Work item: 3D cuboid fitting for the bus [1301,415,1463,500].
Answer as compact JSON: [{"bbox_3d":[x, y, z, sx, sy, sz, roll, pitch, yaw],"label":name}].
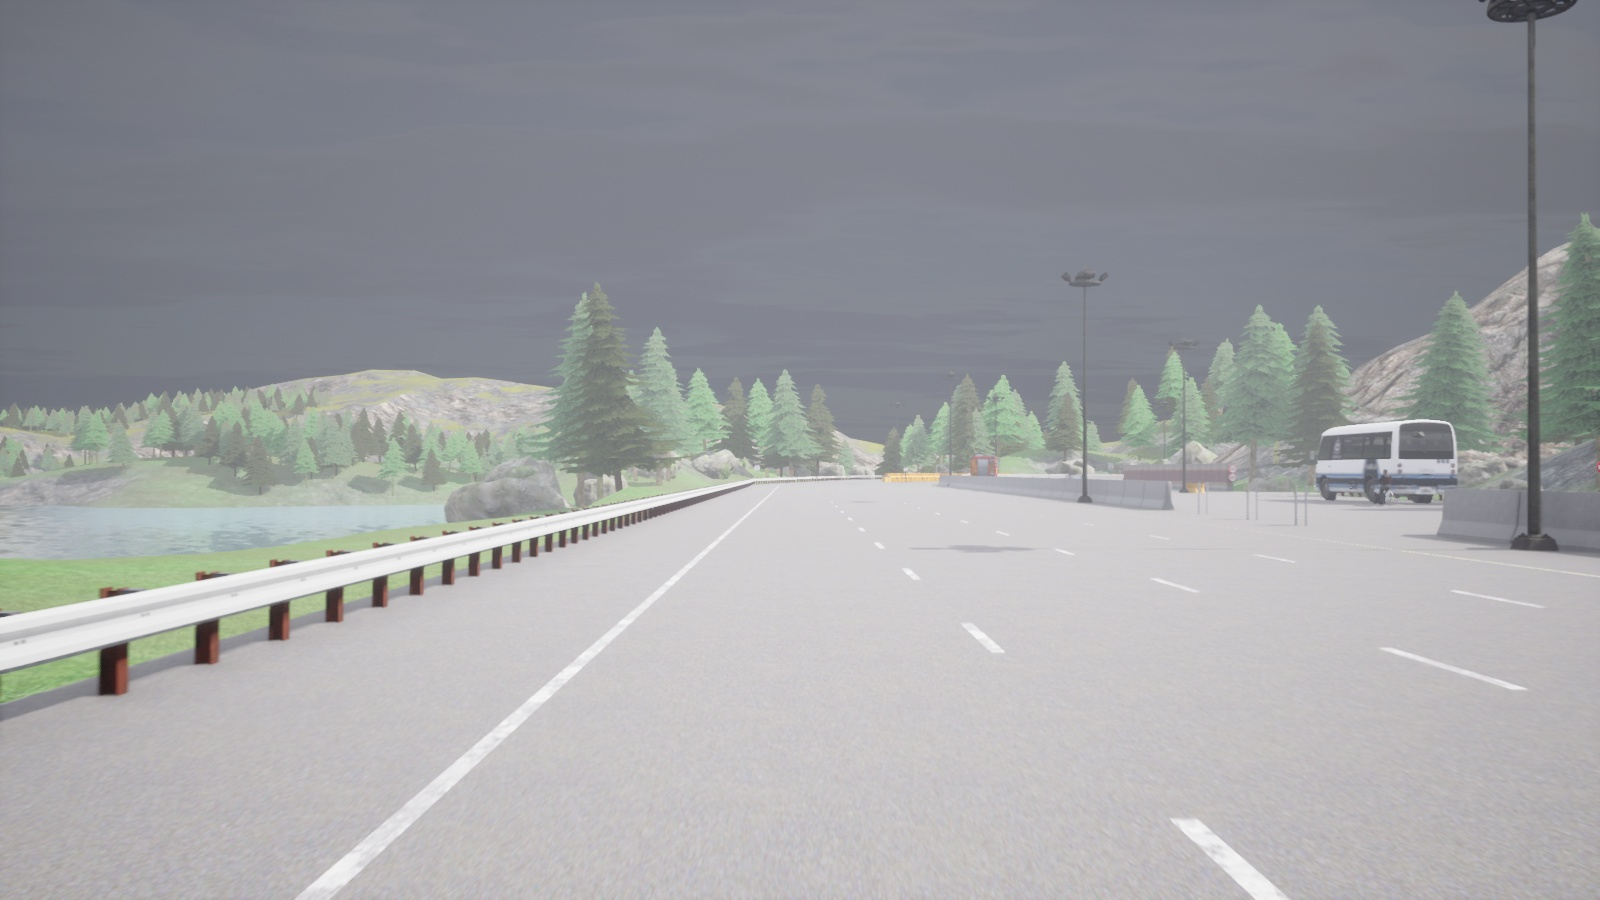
[{"bbox_3d":[31.335,0.456,68.316,3.944,4.253,10.273,0,-1,0],"label":"bus"}]
